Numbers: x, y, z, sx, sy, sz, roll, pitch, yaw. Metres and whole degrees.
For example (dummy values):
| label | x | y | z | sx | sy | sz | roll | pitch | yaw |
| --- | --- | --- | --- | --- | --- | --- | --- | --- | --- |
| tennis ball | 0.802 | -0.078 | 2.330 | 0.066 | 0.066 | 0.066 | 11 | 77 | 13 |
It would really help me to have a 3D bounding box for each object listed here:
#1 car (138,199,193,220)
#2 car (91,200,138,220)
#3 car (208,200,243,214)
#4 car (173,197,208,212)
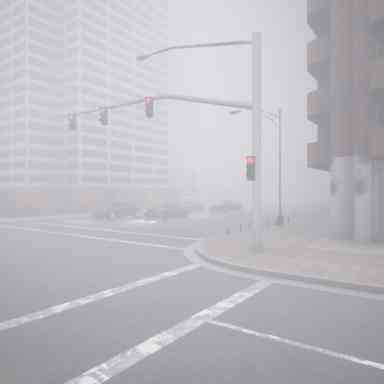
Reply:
| label | x | y | z | sx | sy | sz | roll | pitch | yaw |
| --- | --- | --- | --- | --- | --- | --- | --- | --- | --- |
| car | -2.111 | 1.564 | 27.924 | 1.994 | 1.385 | 4.181 | 0 | 0 | 35 |
| car | -6.221 | 1.505 | 28.164 | 1.837 | 1.490 | 4.892 | 0 | 0 | 35 |
| car | 3.761 | 1.601 | 36.259 | 1.895 | 1.301 | 4.718 | 0 | 0 | 35 |
| car | -0.500 | 1.564 | 36.290 | 1.994 | 1.385 | 4.181 | 0 | 0 | 35 |
